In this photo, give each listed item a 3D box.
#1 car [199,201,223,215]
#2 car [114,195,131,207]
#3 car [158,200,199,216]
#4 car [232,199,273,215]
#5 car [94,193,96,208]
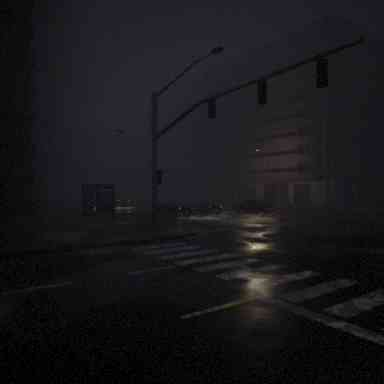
[{"bbox_3d":[1.038,1.536,33.958,1.895,1.301,4.718,0,0,-36],"label":"car"},{"bbox_3d":[-11.130,1.288,50.683,2.097,1.767,4.553,0,0,-36],"label":"car"},{"bbox_3d":[-1.781,1.557,31.884,1.895,1.301,4.718,0,0,-36],"label":"car"},{"bbox_3d":[6.024,1.438,33.395,1.812,1.442,4.674,0,0,-36],"label":"car"},{"bbox_3d":[-13.951,1.309,48.611,2.097,1.767,4.553,0,0,-36],"label":"car"}]
